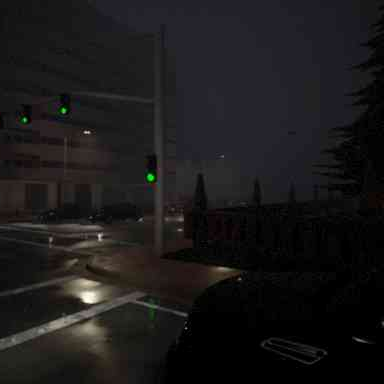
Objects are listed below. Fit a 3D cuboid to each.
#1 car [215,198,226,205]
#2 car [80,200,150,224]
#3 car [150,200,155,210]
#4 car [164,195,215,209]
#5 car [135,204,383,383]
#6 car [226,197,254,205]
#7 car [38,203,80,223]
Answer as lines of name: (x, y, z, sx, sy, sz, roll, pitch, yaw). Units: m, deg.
car: (3.324, 1.573, 44.873, 1.837, 1.490, 4.892, 0, 1, 35)
car: (-5.803, 1.575, 25.623, 1.837, 1.490, 4.892, 0, 0, 35)
car: (-4.450, 1.598, 33.685, 1.812, 1.442, 4.674, 0, 0, 35)
car: (-0.249, 1.292, 33.620, 2.150, 2.045, 5.566, 0, 0, 35)
car: (2.384, 1.221, 2.161, 5.566, 2.045, 2.150, 0, 0, 37)
car: (6.779, 1.424, 43.706, 2.097, 1.767, 4.553, 0, 0, 35)
car: (-9.654, 1.598, 26.213, 1.812, 1.442, 4.674, 0, 0, 35)
